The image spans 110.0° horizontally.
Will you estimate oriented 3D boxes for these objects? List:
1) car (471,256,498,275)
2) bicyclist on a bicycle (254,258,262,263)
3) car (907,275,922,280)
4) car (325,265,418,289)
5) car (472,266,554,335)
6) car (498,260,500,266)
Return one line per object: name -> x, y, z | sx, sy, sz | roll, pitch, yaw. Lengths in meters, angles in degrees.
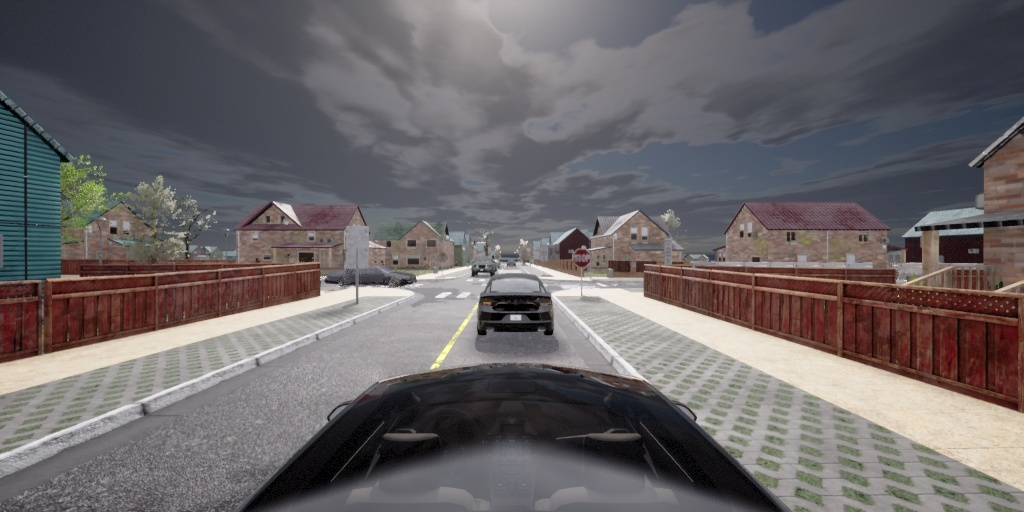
car -> -2.931, 1.021, 37.418 | 2.150, 2.045, 5.566 | 0, 0, 0
bicyclist on a bicycle -> -20.213, 0.956, 28.553 | 0.582, 1.620, 1.656 | 0, 0, 0
car -> 28.547, 1.547, 22.928 | 4.718, 1.301, 1.895 | 0, 0, 0
car -> -8.851, 1.278, 22.750 | 5.357, 1.411, 2.033 | 0, 0, 0
car -> 0.082, 1.228, 10.489 | 1.882, 1.535, 5.008 | 0, 0, 0
car -> -2.944, 1.347, 48.136 | 1.837, 1.490, 4.892 | 0, 0, 0
